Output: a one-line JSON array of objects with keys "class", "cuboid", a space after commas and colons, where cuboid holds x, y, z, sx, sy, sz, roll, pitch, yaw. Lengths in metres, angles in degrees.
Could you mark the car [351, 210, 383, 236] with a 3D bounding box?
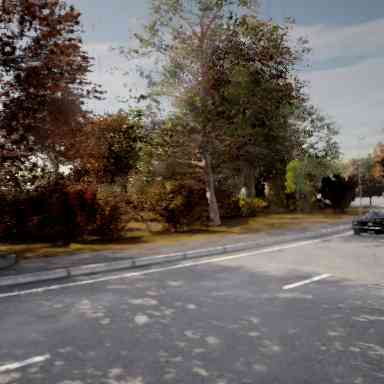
[{"class": "car", "cuboid": [10.189, 1.627, 17.653, 1.895, 1.301, 4.718, -1, -1, 45]}]
